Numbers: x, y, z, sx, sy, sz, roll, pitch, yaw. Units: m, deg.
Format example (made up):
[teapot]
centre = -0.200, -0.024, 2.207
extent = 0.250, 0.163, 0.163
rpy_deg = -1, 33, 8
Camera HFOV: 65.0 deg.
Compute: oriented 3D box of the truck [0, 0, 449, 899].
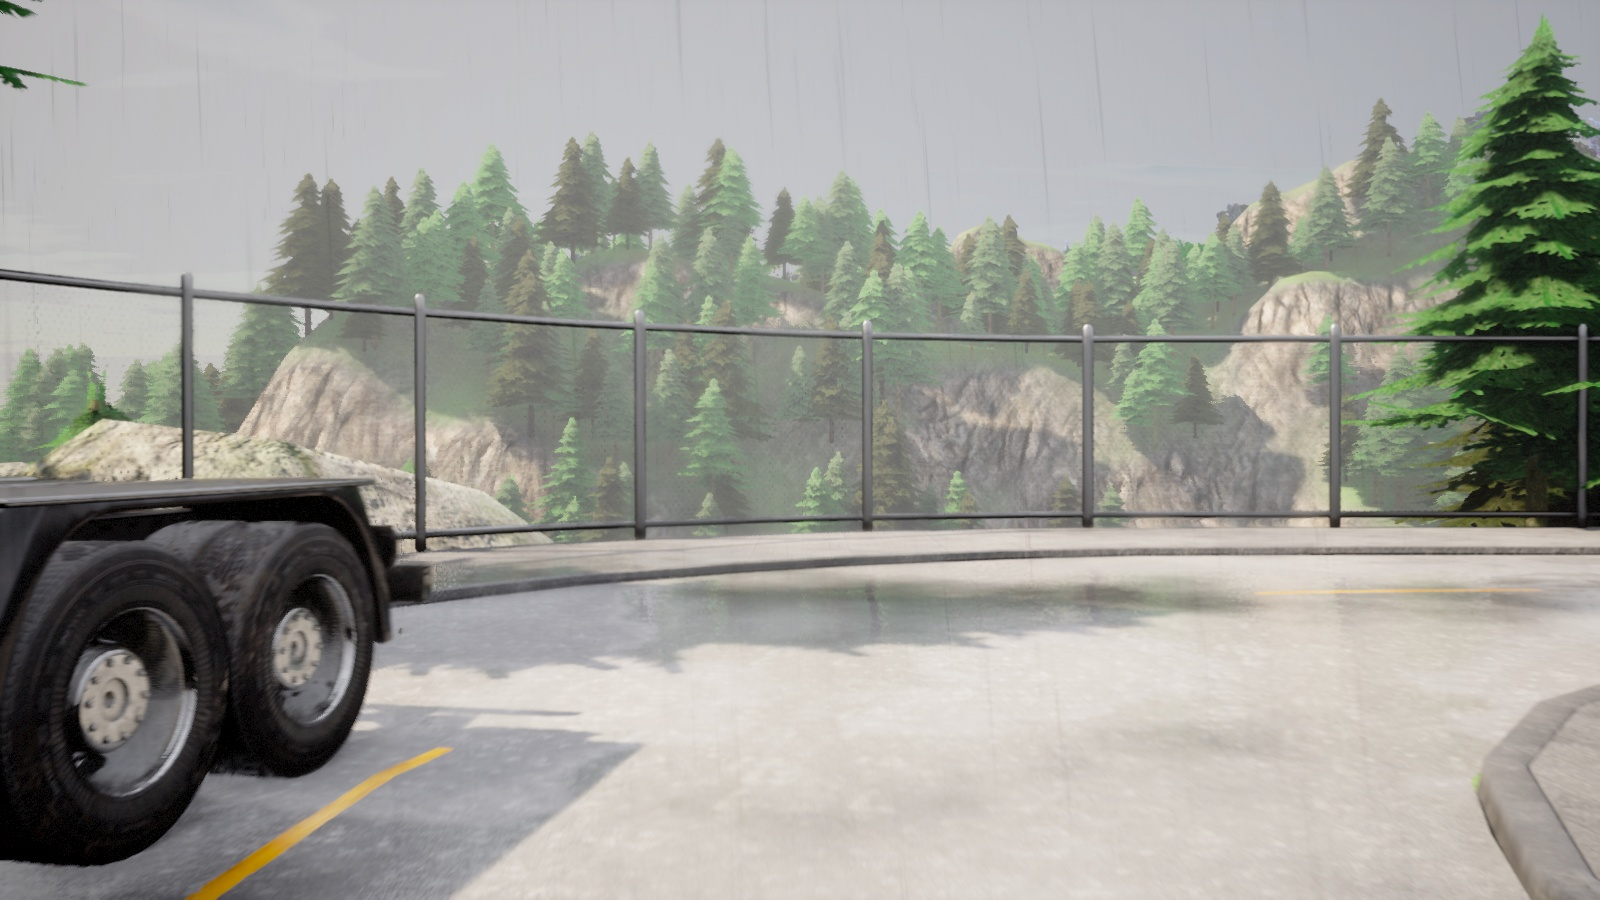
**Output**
[truck]
centre = -3.993, -0.255, 3.104
extent = 2.891, 3.462, 7.936
rpy_deg = 0, 0, 10
